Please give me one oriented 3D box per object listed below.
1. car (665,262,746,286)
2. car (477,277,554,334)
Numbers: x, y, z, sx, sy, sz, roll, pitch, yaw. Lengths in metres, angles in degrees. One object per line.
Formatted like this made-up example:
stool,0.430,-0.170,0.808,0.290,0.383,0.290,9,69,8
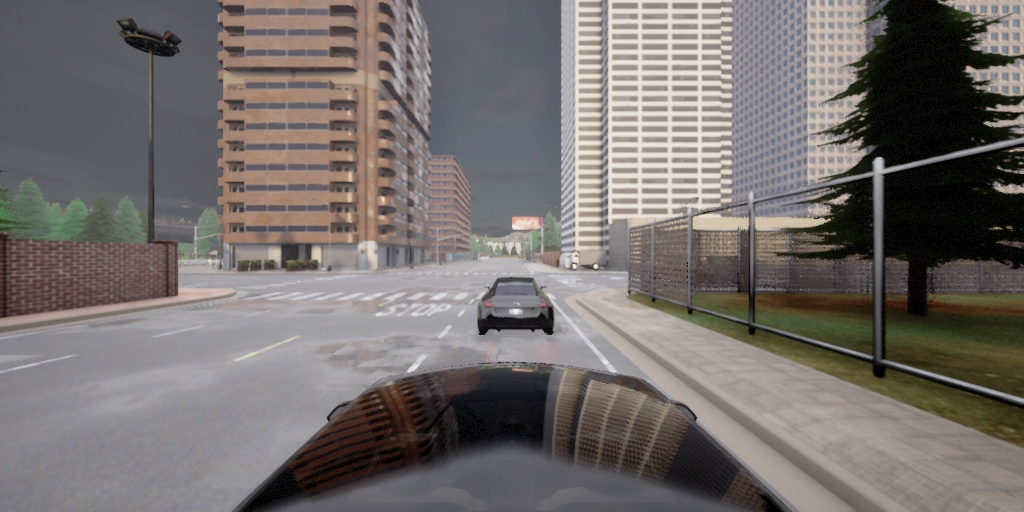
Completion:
car,12.060,1.138,22.183,4.902,1.511,2.128,0,0,1
car,0.101,1.294,10.585,1.994,1.385,4.181,0,0,0
